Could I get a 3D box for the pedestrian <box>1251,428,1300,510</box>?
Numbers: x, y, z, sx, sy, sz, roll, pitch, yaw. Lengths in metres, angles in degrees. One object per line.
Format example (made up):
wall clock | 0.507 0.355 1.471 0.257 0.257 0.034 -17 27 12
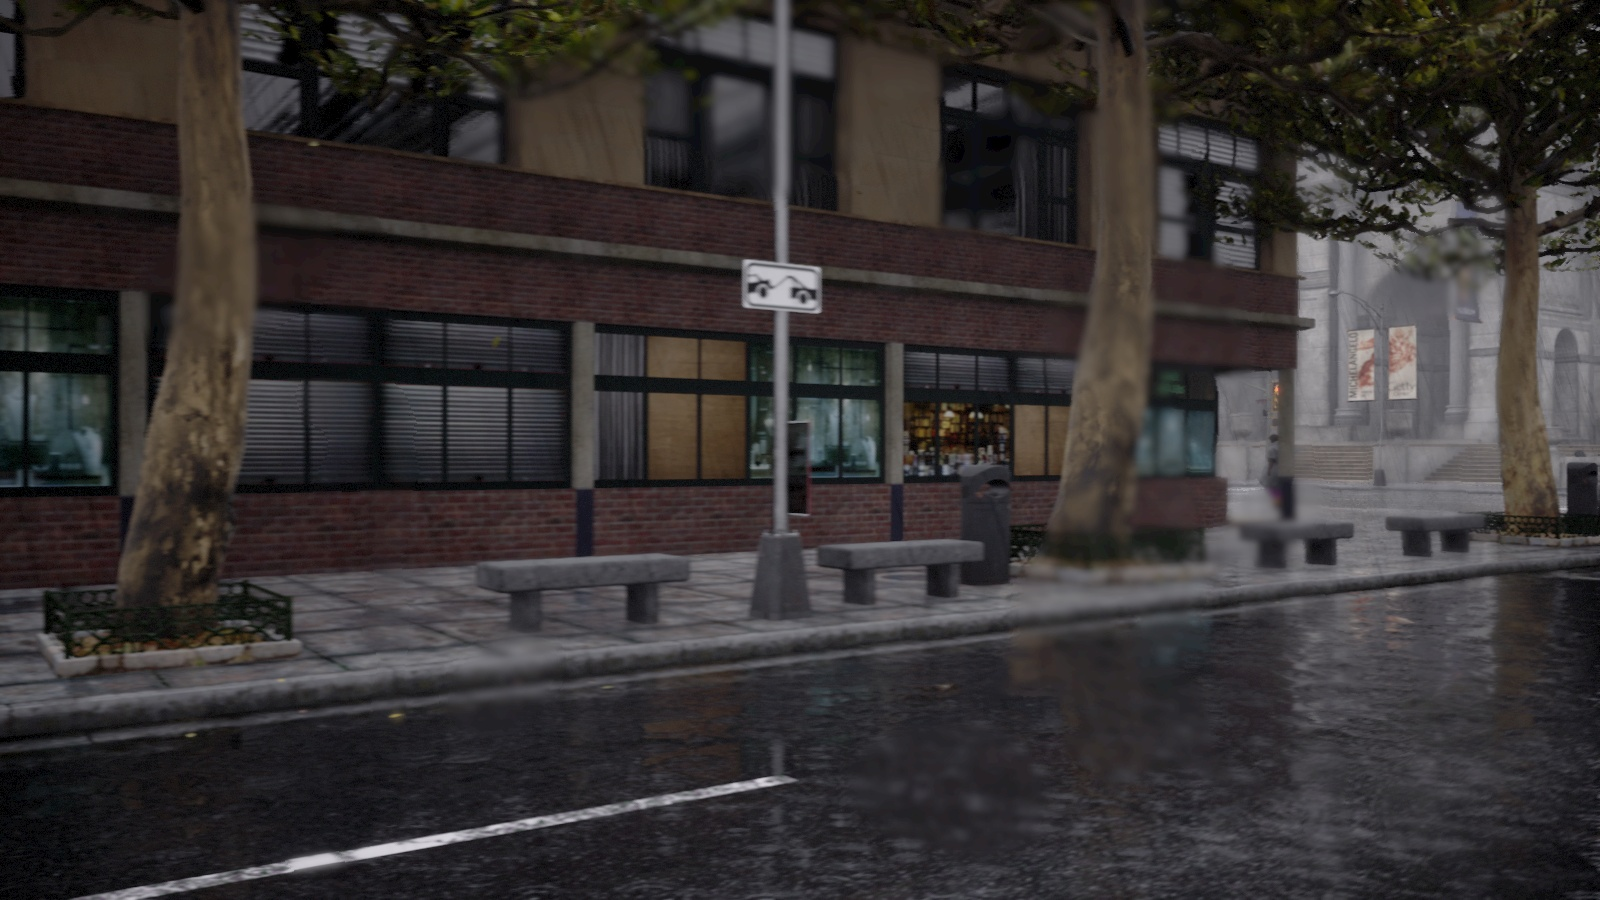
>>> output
pedestrian | 11.444 0.451 30.255 0.659 1.952 0.873 0 0 -29
